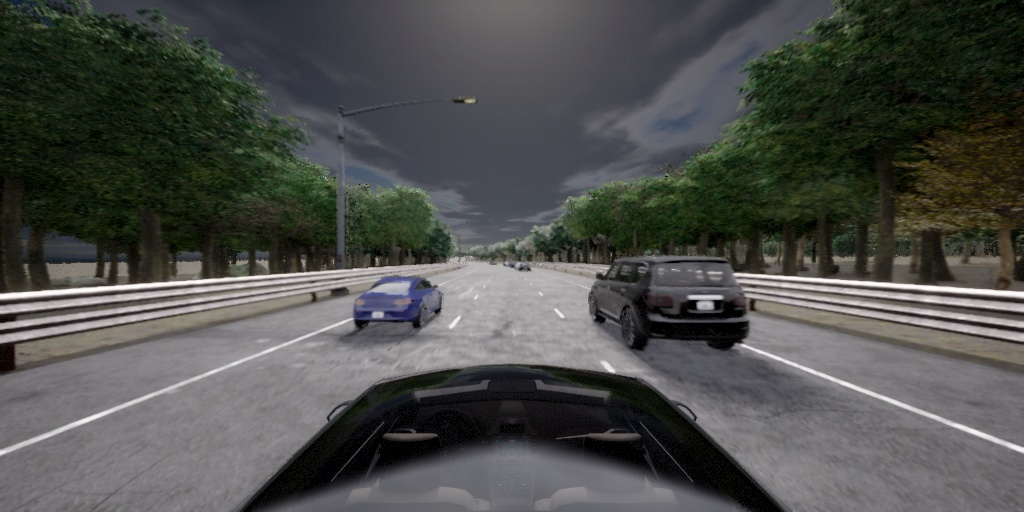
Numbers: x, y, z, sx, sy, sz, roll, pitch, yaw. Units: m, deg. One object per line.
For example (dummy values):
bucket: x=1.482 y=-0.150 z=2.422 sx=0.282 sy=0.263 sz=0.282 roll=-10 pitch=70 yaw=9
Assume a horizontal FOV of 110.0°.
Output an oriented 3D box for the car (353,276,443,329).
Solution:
car: x=-3.440 y=1.347 z=11.472 sx=1.812 sy=1.442 sz=4.674 roll=0 pitch=0 yaw=0

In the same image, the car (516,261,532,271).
car: x=2.137 y=1.818 z=60.409 sx=1.812 sy=1.442 sz=4.674 roll=0 pitch=-1 yaw=-3

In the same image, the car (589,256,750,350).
car: x=3.575 y=1.017 z=9.332 sx=2.150 sy=2.045 sz=5.566 roll=0 pitch=0 yaw=0
